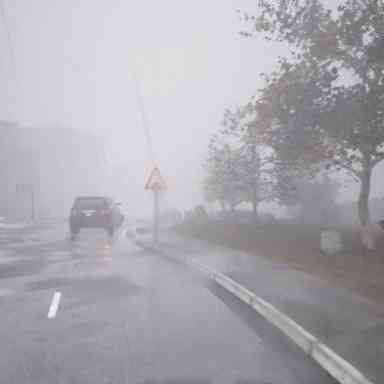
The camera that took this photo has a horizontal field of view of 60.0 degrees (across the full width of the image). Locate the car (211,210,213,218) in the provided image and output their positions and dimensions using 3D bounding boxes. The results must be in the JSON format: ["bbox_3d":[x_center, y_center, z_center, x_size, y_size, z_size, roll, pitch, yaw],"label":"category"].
[{"bbox_3d":[4.257,3.954,58.411,2.128,1.511,4.902,0,-4,17],"label":"car"}]

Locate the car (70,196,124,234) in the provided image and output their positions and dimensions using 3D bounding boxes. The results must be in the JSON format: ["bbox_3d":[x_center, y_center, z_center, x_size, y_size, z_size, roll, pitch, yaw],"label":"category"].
[{"bbox_3d":[-5.425,1.233,19.372,2.150,2.045,5.566,-1,0,-5],"label":"car"}]

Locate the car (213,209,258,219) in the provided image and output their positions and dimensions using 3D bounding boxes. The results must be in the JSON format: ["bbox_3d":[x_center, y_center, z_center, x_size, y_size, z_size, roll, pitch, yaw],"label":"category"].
[{"bbox_3d":[5.815,3.007,44.395,4.892,1.521,2.231,0,-4,17],"label":"car"}]

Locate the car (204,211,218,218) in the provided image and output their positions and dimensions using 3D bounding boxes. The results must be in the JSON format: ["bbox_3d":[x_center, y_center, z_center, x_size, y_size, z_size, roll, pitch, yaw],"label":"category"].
[{"bbox_3d":[3.913,4.632,68.543,1.994,1.385,4.181,0,-4,17],"label":"car"}]

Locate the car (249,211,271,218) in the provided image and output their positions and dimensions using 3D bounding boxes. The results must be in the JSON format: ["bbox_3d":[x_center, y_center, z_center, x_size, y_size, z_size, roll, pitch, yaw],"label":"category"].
[{"bbox_3d":[16.116,5.307,78.617,4.892,1.521,2.231,0,-3,17],"label":"car"}]

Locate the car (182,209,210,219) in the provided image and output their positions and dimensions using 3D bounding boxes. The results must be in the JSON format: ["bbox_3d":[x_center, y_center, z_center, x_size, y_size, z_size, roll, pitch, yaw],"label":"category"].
[{"bbox_3d":[0.604,3.031,45.859,1.882,1.535,5.008,0,-4,16],"label":"car"}]

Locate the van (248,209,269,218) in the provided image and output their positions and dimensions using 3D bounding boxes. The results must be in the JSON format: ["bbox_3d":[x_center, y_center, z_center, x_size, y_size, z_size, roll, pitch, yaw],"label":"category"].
[{"bbox_3d":[14.650,4.765,73.325,4.442,1.987,1.878,0,-3,17],"label":"van"}]

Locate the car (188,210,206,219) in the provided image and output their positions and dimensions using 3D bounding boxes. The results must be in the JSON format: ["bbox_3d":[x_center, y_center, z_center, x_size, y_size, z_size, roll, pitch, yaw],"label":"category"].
[{"bbox_3d":[0.905,3.905,58.551,1.882,1.535,5.008,0,-4,17],"label":"car"}]

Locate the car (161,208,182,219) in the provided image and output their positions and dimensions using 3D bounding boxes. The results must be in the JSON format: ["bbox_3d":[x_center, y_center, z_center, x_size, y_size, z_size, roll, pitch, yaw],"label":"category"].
[{"bbox_3d":[-2.733,3.007,46.013,2.128,1.511,4.902,0,-4,16],"label":"car"}]

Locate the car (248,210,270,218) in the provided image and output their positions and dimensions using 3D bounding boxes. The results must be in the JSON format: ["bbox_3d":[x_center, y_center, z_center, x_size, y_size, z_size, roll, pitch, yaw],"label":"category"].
[{"bbox_3d":[15.337,5.034,76.119,4.553,1.767,2.185,0,-3,17],"label":"car"}]

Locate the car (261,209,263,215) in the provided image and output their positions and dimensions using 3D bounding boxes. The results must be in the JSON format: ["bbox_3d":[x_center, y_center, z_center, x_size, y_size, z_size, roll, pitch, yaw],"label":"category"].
[{"bbox_3d":[8.223,3.618,52.271,4.792,1.488,2.163,0,-4,17],"label":"car"}]

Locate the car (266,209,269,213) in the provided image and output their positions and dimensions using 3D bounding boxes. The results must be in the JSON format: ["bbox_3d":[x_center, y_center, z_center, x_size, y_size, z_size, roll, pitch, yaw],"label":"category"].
[{"bbox_3d":[12.161,4.531,65.444,4.674,1.452,2.002,0,-4,17],"label":"car"}]

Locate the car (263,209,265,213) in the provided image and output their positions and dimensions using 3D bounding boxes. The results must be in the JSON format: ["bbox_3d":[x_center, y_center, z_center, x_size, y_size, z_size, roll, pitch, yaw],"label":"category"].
[{"bbox_3d":[8.812,3.774,54.972,5.366,1.575,1.946,0,-4,17],"label":"car"}]

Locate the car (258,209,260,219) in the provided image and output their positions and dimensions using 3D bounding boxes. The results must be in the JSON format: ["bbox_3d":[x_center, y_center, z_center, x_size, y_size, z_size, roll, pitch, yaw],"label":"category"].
[{"bbox_3d":[6.608,3.202,47.026,5.008,1.535,2.097,0,-4,17],"label":"car"}]

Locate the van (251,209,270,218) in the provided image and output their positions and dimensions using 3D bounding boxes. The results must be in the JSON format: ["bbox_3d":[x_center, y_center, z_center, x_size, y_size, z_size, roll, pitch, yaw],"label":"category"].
[{"bbox_3d":[16.806,5.233,81.298,4.442,1.987,1.878,0,-3,17],"label":"van"}]
